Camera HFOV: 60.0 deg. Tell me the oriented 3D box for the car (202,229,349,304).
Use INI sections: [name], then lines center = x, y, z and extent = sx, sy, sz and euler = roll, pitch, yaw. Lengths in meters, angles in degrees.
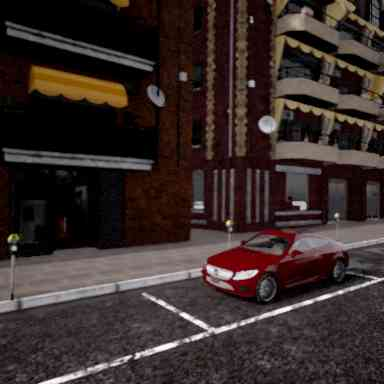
[car]
center = 2.194, 1.588, 8.112
extent = 4.206, 1.307, 1.802
euler = 0, 1, -35
